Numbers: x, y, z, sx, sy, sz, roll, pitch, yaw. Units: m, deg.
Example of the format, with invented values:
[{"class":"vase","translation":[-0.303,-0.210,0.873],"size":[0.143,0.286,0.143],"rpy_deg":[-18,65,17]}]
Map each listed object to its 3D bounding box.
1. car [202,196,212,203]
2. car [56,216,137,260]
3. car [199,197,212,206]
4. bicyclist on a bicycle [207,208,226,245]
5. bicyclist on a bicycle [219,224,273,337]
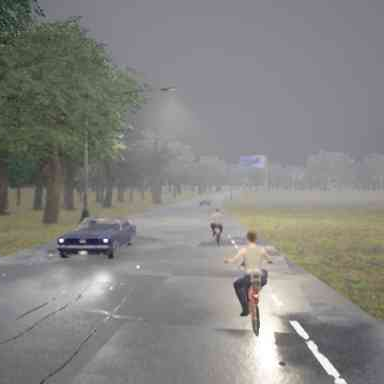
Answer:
[{"class":"car","translation":[3.379,1.728,73.933],"size":[1.994,1.385,4.181],"rpy_deg":[0,0,5]},{"class":"car","translation":[-3.468,1.657,12.883],"size":[1.895,1.301,4.718],"rpy_deg":[0,0,1]},{"class":"car","translation":[2.337,1.781,59.674],"size":[1.895,1.301,4.718],"rpy_deg":[0,0,4]},{"class":"bicyclist on a bicycle","translation":[1.123,1.503,14.816],"size":[0.866,1.612,1.509],"rpy_deg":[0,0,1]},{"class":"bicyclist on a bicycle","translation":[1.006,1.462,5.709],"size":[0.866,1.612,1.509],"rpy_deg":[0,-1,0]}]
